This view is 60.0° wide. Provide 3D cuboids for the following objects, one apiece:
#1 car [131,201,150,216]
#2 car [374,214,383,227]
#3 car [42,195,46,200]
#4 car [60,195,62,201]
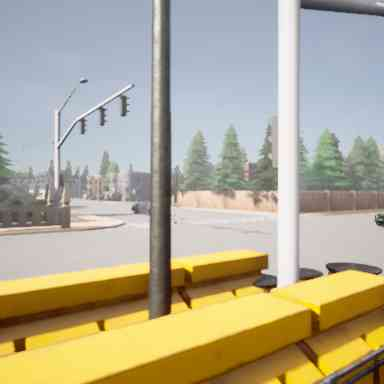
[{"bbox_3d":[-4.525,1.636,34.540,2.033,1.411,5.357,0,0,-36],"label":"car"},{"bbox_3d":[14.508,1.735,22.850,4.718,1.301,1.895,0,0,-36],"label":"car"},{"bbox_3d":[-37.275,1.387,86.033,1.882,1.535,5.008,0,0,-36],"label":"car"},{"bbox_3d":[-34.442,1.489,88.087,1.837,1.490,4.892,0,0,-36],"label":"car"}]
